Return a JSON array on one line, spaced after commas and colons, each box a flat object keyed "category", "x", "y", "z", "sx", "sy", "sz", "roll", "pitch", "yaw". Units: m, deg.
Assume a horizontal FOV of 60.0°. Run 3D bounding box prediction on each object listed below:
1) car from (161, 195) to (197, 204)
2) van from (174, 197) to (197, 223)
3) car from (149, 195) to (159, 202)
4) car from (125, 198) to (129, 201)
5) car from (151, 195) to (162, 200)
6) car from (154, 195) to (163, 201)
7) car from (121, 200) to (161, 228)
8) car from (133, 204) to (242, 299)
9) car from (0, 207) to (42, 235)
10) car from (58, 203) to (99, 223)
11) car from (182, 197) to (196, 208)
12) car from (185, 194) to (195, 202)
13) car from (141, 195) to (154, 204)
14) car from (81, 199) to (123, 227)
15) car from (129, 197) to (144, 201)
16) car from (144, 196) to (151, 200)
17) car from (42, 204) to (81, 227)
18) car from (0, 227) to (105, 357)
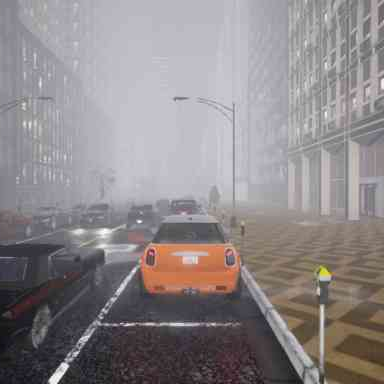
[{"category": "car", "x": -0.465, "y": 1.311, "z": 20.672, "sx": 2.192, "sy": 1.841, "sz": 5.009, "roll": -1, "pitch": 0, "yaw": 0}, {"category": "van", "x": -0.465, "y": 1.336, "z": 26.356, "sx": 1.690, "sy": 1.788, "sz": 3.998, "roll": -1, "pitch": 0, "yaw": 0}, {"category": "car", "x": -8.843, "y": 1.508, "z": 77.339, "sx": 1.752, "sy": 1.417, "sz": 4.829, "roll": -1, "pitch": 0, "yaw": 0}, {"category": "car", "x": -8.844, "y": 1.544, "z": 37.723, "sx": 2.008, "sy": 1.369, "sz": 4.403, "roll": -1, "pitch": 0, "yaw": 0}, {"category": "car", "x": -3.046, "y": 1.471, "z": 36.651, "sx": 1.882, "sy": 1.535, "sz": 5.008, "roll": 0, "pitch": 0, "yaw": 0}, {"category": "car", "x": -8.844, "y": 1.545, "z": 88.876, "sx": 1.947, "sy": 1.339, "sz": 4.313, "roll": -1, "pitch": 0, "yaw": 0}, {"category": "car", "x": -3.144, "y": 1.501, "z": 22.294, "sx": 1.837, "sy": 1.490, "sz": 4.892, "roll": 0, "pitch": 0, "yaw": 0}, {"category": "car", "x": -0.033, "y": 1.351, "z": 8.621, "sx": 2.097, "sy": 1.767, "sz": 4.553, "roll": 0, "pitch": 0, "yaw": 0}, {"category": "car", "x": -8.843, "y": 1.542, "z": 14.989, "sx": 1.887, "sy": 1.381, "sz": 4.507, "roll": -1, "pitch": 0, "yaw": 0}, {"category": "car", "x": -8.843, "y": 1.577, "z": 26.356, "sx": 1.802, "sy": 1.307, "sz": 4.206, "roll": -1, "pitch": 0, "yaw": 0}, {"category": "car", "x": -0.463, "y": 1.541, "z": 49.090, "sx": 2.008, "sy": 1.369, "sz": 4.403, "roll": -1, "pitch": 0, "yaw": 0}, {"category": "car", "x": -0.465, "y": 1.298, "z": 77.509, "sx": 2.192, "sy": 1.841, "sz": 5.009, "roll": -1, "pitch": 0, "yaw": 0}, {"category": "car", "x": -8.845, "y": 1.426, "z": 66.141, "sx": 1.967, "sy": 1.590, "sz": 4.097, "roll": -1, "pitch": 0, "yaw": 0}, {"category": "car", "x": -6.245, "y": 1.501, "z": 22.878, "sx": 1.837, "sy": 1.490, "sz": 4.892, "roll": 0, "pitch": 0, "yaw": 0}, {"category": "car", "x": -8.843, "y": 1.541, "z": 49.090, "sx": 2.008, "sy": 1.369, "sz": 4.403, "roll": -1, "pitch": 0, "yaw": 0}, {"category": "car", "x": -8.843, "y": 1.570, "z": 60.458, "sx": 1.802, "sy": 1.307, "sz": 4.206, "roll": -1, "pitch": 0, "yaw": 0}, {"category": "car", "x": -8.844, "y": 1.547, "z": 20.672, "sx": 2.008, "sy": 1.369, "sz": 4.403, "roll": -1, "pitch": 0, "yaw": 0}, {"category": "car", "x": -3.047, "y": 1.600, "z": 6.100, "sx": 1.895, "sy": 1.301, "sz": 4.718, "roll": 0, "pitch": 0, "yaw": 0}]
